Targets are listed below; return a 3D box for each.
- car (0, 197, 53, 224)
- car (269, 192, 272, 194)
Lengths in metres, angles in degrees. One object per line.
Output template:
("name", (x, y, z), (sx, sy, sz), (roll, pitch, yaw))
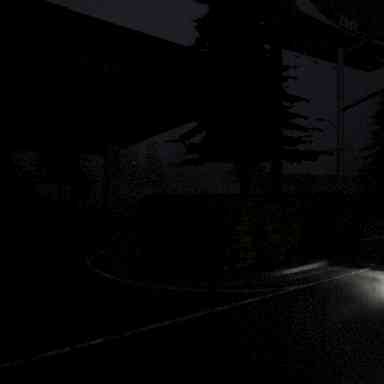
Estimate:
("car", (-11.997, 1.313, 23.462), (3.866, 1.878, 1.905), (0, 0, -36))
("car", (6.204, 1.050, 28.677), (2.150, 2.045, 5.566), (0, 1, -34))
